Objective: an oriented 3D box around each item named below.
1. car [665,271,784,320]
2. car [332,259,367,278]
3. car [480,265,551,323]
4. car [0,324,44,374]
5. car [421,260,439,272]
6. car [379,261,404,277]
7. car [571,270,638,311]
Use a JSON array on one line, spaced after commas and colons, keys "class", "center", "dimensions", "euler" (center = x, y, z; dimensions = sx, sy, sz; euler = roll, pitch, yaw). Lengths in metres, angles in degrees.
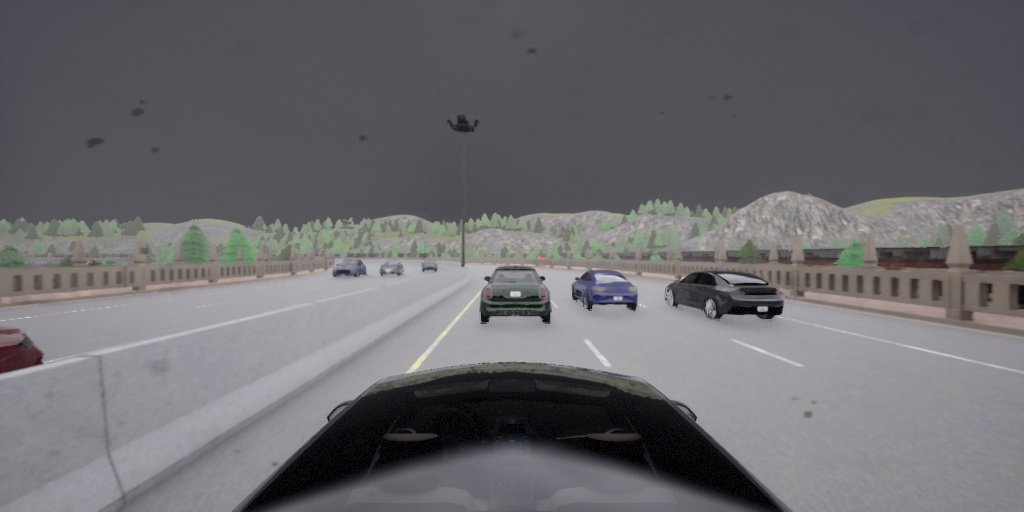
[{"class": "car", "center": [7.102, 1.256, 12.579], "dimensions": [1.837, 1.490, 4.892], "euler": [0, 0, 0]}, {"class": "car", "center": [-15.139, 1.105, 33.647], "dimensions": [2.097, 1.767, 4.553], "euler": [0, 0, -9]}, {"class": "car", "center": [0.101, 1.103, 12.317], "dimensions": [2.097, 1.767, 4.553], "euler": [0, 0, 0]}, {"class": "car", "center": [-7.090, 1.276, 2.756], "dimensions": [1.812, 1.442, 4.674], "euler": [0, 0, 0]}, {"class": "car", "center": [-10.296, 1.259, 44.973], "dimensions": [1.837, 1.490, 4.892], "euler": [0, 0, -15]}, {"class": "car", "center": [-11.946, 1.245, 35.898], "dimensions": [2.128, 1.511, 4.902], "euler": [0, 0, -10]}, {"class": "car", "center": [3.602, 1.277, 14.461], "dimensions": [1.812, 1.442, 4.674], "euler": [0, 0, 0]}]
